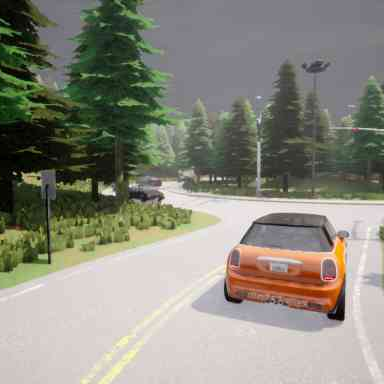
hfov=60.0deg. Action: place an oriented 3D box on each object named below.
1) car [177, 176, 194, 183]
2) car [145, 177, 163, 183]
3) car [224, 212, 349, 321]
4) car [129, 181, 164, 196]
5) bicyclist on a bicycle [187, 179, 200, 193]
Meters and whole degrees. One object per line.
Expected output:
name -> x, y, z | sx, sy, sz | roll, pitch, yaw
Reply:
car -> -1.300, -2.678, 69.826 | 1.812, 1.442, 4.674 | 3, 5, 35
car -> -5.897, -1.651, 54.688 | 1.882, 1.535, 5.008 | 0, 4, 2
car -> 2.359, 1.241, 7.548 | 2.097, 1.767, 4.553 | 2, 2, 25
car -> -4.521, 0.079, 30.804 | 2.033, 1.411, 5.357 | -3, 5, -35
bicyclist on a bicycle -> 0.160, -0.643, 37.310 | 1.656, 1.620, 0.582 | -3, 5, -28
